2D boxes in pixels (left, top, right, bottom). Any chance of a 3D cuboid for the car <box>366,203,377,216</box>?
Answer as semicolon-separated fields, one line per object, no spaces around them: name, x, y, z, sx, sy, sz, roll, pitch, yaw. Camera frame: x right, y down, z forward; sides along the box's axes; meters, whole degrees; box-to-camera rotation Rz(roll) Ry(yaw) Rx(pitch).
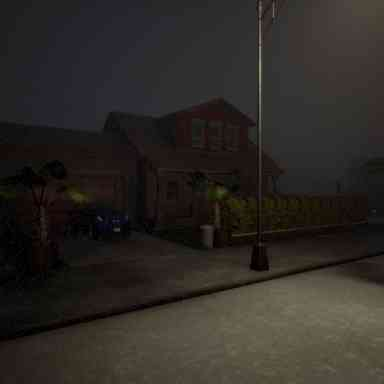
car;15.113;1.504;32.109;1.837;1.490;4.892;0;0;-34

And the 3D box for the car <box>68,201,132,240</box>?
car;-4.076;1.174;14.562;1.845;1.501;3.633;0;0;-38
